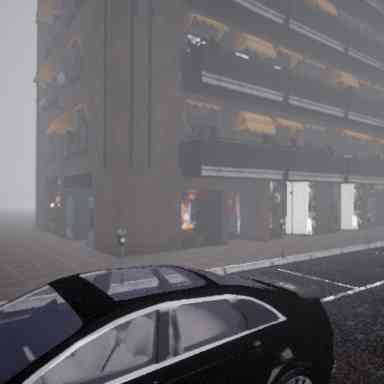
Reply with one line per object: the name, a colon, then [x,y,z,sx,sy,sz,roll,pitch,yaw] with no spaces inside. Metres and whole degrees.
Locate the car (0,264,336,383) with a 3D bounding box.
car: [-0.763,1.502,2.829,4.902,1.511,2.128,1,0,-35]
